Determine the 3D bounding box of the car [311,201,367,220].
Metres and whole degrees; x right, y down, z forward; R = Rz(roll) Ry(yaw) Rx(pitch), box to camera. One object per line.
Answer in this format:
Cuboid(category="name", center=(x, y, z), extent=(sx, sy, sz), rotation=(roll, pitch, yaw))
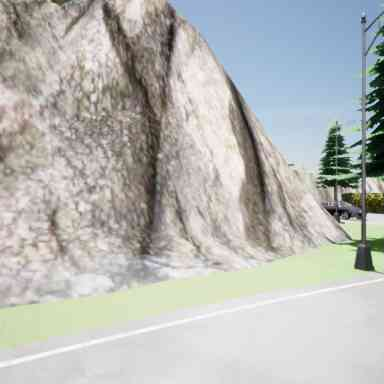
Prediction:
Cuboid(category="car", center=(12.369, 1.492, 28.299), extent=(2.128, 1.511, 4.902), rotation=(0, 0, -26))
